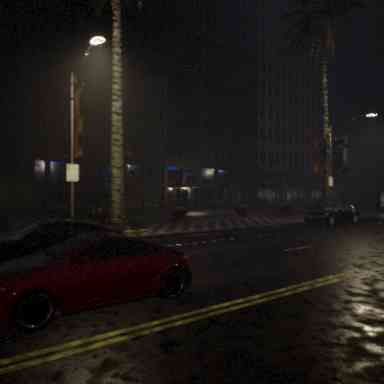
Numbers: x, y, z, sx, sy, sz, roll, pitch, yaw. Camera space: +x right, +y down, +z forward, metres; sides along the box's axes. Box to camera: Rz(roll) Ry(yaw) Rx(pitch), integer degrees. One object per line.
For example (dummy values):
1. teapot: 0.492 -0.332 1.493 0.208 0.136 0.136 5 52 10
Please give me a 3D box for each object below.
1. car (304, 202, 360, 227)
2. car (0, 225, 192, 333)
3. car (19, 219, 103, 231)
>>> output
1. car: 9.827 1.498 23.266 4.892 1.521 2.231 0 0 -35
2. car: -2.059 1.566 6.823 4.181 1.385 1.994 0 0 -35
3. car: -4.144 1.528 9.635 4.674 1.442 1.812 0 0 -35
